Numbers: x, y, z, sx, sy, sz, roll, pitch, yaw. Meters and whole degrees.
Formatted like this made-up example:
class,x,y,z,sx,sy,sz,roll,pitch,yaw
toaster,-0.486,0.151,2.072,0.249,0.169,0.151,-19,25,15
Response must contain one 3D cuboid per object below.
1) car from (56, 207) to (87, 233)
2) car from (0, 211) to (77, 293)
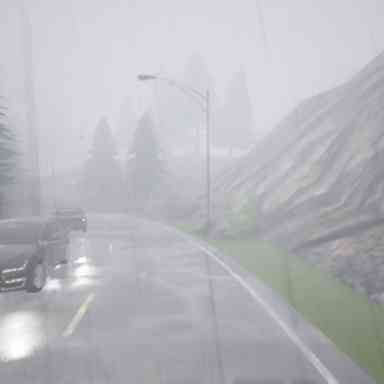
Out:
class,x,y,z,sx,sy,sz,roll,pitch,yaw
car,-7.056,1.542,19.134,1.895,1.301,4.718,0,0,-20
car,-4.536,1.482,8.790,1.837,1.490,4.892,0,0,-9
